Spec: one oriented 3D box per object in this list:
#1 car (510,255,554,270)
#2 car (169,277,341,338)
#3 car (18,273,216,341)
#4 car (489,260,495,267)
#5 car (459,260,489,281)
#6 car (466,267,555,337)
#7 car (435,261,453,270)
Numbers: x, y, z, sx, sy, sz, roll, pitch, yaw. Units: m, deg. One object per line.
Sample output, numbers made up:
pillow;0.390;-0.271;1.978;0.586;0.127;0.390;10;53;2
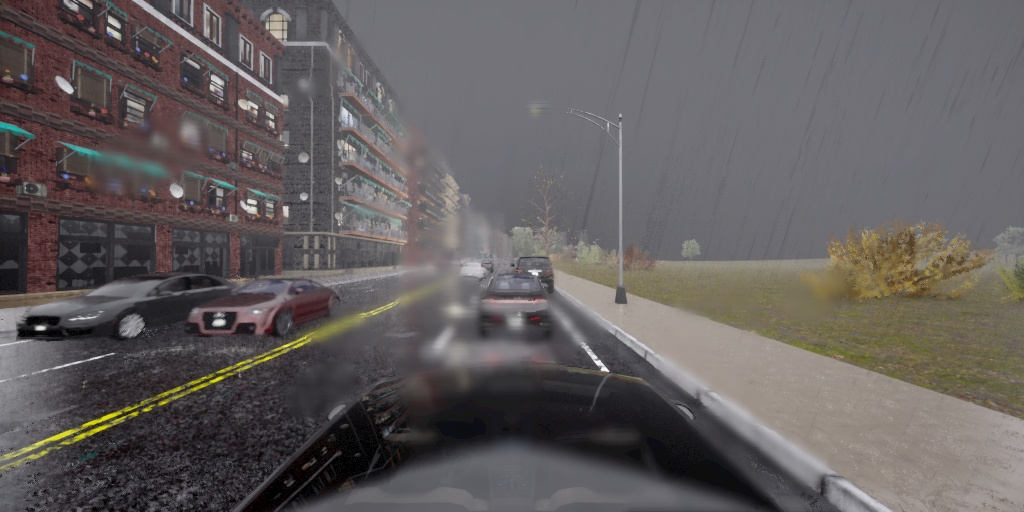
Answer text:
car;1.120;0.977;20.174;2.150;2.045;5.566;0;0;0
car;-6.606;1.315;10.099;1.994;1.385;4.181;0;0;0
car;-9.858;1.256;9.927;1.837;1.490;4.892;0;0;0
car;-3.193;1.242;44.561;2.128;1.511;4.902;0;0;0
car;-3.177;1.278;30.088;1.812;1.442;4.674;0;0;0
car;0.092;1.243;10.303;2.128;1.511;4.902;0;0;0
car;-9.893;1.351;52.149;1.895;1.301;4.718;0;0;0
